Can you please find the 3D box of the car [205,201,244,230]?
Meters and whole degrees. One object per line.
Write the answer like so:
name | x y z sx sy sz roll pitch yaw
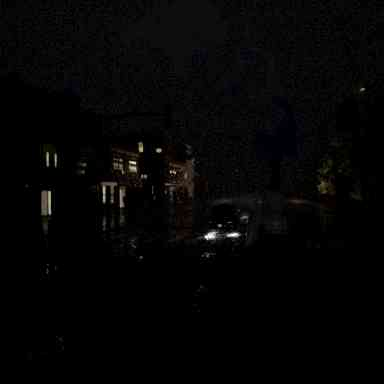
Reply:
car | 2.058 1.560 21.030 1.837 1.490 4.892 0 2 12

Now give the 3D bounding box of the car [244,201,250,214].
car | 5.221 1.594 35.618 1.895 1.301 4.718 0 0 12
